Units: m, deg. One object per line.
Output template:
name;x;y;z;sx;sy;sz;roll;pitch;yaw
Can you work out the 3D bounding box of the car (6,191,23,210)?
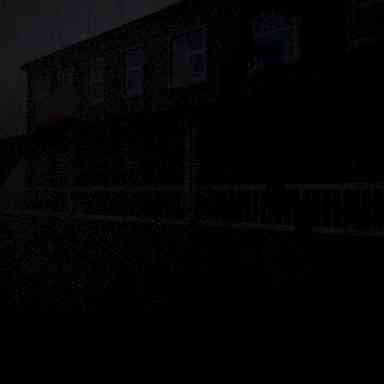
car;-15.235;0.772;28.085;2.097;1.767;4.553;0;15;34
